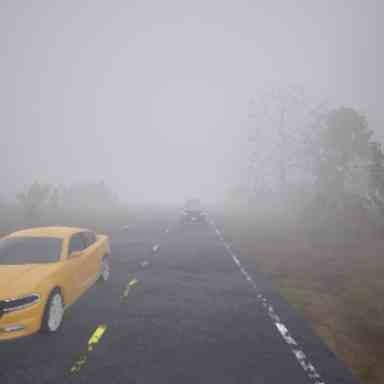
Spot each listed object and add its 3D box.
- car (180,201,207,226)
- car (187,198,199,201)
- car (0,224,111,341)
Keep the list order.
[{"bbox_3d":[0.098,1.636,24.640,1.812,1.442,4.674,0,0,0],"label":"car"},{"bbox_3d":[0.096,1.534,41.153,2.097,1.767,4.553,0,0,0],"label":"car"},{"bbox_3d":[-3.100,1.509,6.935,1.882,1.535,5.008,0,0,0],"label":"car"}]
